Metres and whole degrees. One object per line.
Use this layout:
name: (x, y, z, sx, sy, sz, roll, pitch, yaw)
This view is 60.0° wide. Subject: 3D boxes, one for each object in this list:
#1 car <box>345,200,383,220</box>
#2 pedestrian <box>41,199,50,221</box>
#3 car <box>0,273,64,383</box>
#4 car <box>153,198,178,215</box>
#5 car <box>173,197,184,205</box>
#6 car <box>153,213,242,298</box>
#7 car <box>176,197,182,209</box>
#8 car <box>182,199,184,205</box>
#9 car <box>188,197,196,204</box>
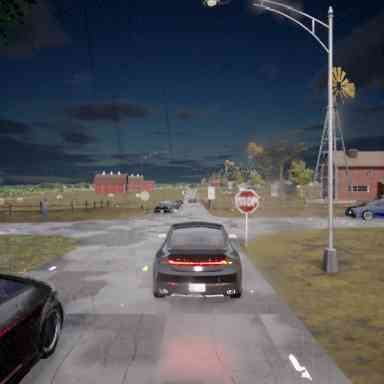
car: (13.532, 1.267, 24.345, 4.181, 1.385, 1.994, -1, 1, -2)
pedestrian: (-12.120, 1.465, 27.530, 0.375, 1.860, 0.375, 0, 2, 0)
car: (-2.858, 1.563, 3.181, 1.994, 1.385, 4.181, 0, 0, 0)
car: (-2.919, 1.660, 35.381, 1.895, 1.301, 4.718, 0, 0, 2)
car: (-2.690, 1.811, 67.392, 2.128, 1.511, 4.902, 0, -1, 1)
car: (0.139, 1.507, 8.506, 1.837, 1.490, 4.892, 0, 0, 1)
car: (-2.773, 1.683, 46.365, 1.994, 1.385, 4.181, 0, 0, 1)
car: (-2.727, 1.770, 56.904, 1.994, 1.385, 4.181, 0, -1, 0)
car: (0.099, 1.999, 78.923, 1.812, 1.442, 4.674, 0, -1, 0)
